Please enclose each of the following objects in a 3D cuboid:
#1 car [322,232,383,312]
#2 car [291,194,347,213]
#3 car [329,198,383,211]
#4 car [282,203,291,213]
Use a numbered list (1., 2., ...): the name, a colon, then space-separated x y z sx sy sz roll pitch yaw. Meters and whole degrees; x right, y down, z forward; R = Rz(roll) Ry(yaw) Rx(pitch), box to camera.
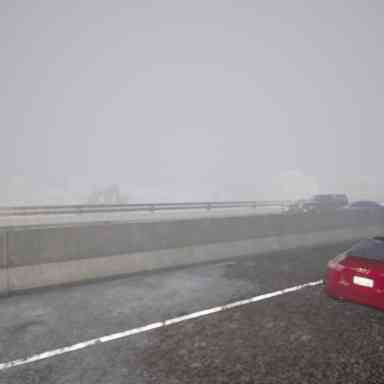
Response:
1. car: 4.669 1.551 7.041 4.181 1.385 1.994 0 0 -35
2. car: 11.616 1.183 29.205 5.566 2.045 2.150 0 0 -35
3. car: 13.292 1.442 26.106 5.008 1.535 1.882 0 0 -35
4. car: 11.012 1.450 33.033 4.902 1.511 2.128 0 0 -34
